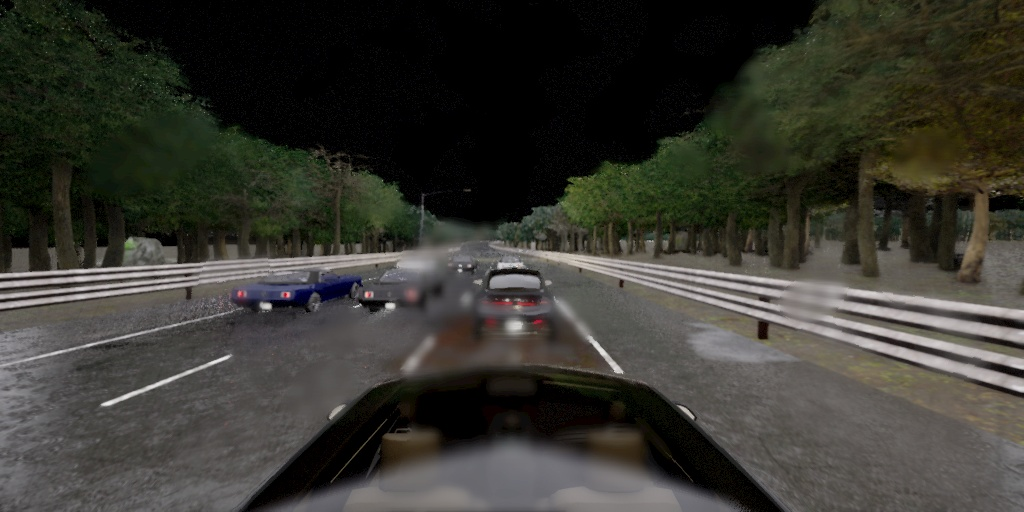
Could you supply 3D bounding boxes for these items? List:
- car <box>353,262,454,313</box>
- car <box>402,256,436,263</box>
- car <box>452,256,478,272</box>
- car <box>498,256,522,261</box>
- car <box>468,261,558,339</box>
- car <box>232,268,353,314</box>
[{"bbox_3d":[-3.443,1.072,12.410,1.895,1.301,4.718,0,1,0],"label":"car"},{"bbox_3d":[-7.129,0.681,27.438,1.895,1.301,4.718,0,1,-1],"label":"car"},{"bbox_3d":[-3.629,0.681,27.464,1.895,1.301,4.718,0,1,-1],"label":"car"},{"bbox_3d":[-0.129,0.681,27.493,1.895,1.301,4.718,0,2,-1],"label":"car"},{"bbox_3d":[0.059,1.055,9.376,1.837,1.490,4.892,0,1,0],"label":"car"},{"bbox_3d":[-6.944,1.073,12.347,1.895,1.301,4.718,0,1,0],"label":"car"}]
